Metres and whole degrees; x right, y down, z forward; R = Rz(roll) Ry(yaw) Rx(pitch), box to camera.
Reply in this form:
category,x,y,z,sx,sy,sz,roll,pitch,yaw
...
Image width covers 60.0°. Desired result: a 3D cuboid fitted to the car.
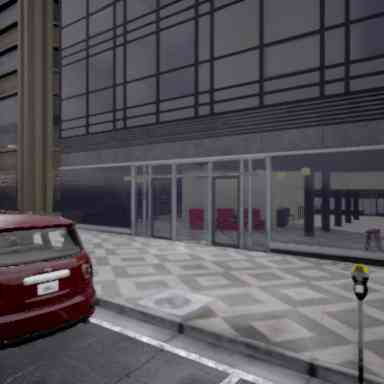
category,x,y,z,sx,sy,sz,roll,pitch,yaw
car,-3.726,1.237,5.513,5.009,1.841,2.192,1,0,35
